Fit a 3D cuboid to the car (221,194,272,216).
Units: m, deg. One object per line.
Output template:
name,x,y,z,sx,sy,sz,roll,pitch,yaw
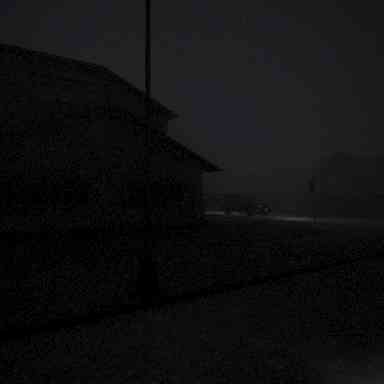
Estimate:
car,5.235,1.243,32.738,2.150,2.045,5.566,0,0,-35
